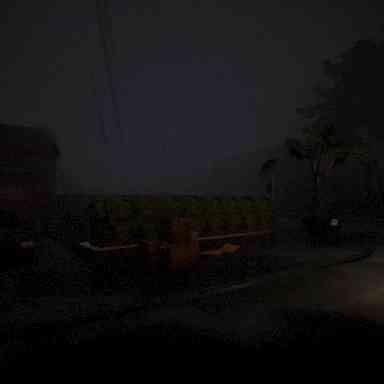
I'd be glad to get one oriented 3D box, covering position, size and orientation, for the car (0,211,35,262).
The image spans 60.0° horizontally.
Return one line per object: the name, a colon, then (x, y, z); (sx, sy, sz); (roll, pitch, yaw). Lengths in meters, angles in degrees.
car: (-6.443, 1.355, 10.801); (2.033, 1.415, 5.357); (0, 0, -33)
